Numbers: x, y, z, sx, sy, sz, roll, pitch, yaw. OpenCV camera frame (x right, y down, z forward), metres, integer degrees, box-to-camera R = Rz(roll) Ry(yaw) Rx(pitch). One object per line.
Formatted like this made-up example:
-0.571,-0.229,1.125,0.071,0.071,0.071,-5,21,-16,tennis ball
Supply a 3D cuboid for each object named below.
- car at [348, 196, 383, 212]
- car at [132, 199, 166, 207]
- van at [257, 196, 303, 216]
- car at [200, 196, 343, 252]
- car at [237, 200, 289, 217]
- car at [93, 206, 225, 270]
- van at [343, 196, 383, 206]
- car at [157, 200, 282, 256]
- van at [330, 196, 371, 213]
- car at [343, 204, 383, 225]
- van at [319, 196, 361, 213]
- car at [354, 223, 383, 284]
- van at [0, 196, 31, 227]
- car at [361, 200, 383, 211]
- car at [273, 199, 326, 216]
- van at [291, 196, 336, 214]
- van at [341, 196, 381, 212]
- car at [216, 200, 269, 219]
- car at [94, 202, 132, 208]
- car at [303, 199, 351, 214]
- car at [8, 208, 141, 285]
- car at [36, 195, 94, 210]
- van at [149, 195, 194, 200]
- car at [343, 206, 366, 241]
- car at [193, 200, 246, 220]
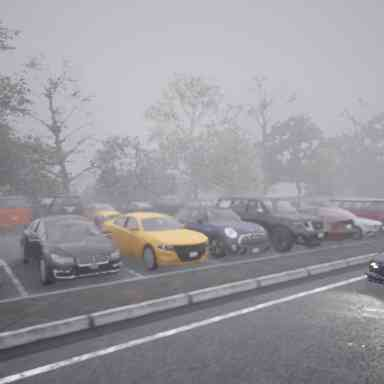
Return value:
24.924,1.648,46.049,2.435,2.045,5.566,2,-1,-35,car
-4.301,1.491,25.249,2.231,1.521,4.892,1,0,-35,car
9.165,1.385,34.997,1.878,1.987,4.442,1,0,-35,van
3.133,1.238,14.459,2.435,2.045,5.566,1,0,-35,car
6.979,1.592,33.288,2.231,1.521,4.892,1,0,-35,car
-1.407,1.459,11.266,2.097,1.535,5.008,0,0,-35,car
9.831,1.324,19.410,1.878,1.987,4.442,1,0,-35,van
0.840,1.346,12.898,2.185,1.767,4.553,1,0,-35,car
20.430,1.547,43.024,1.878,1.987,4.442,2,-1,-35,van
7.635,1.570,17.705,2.002,1.452,4.674,0,0,-35,car
18.202,1.479,41.150,1.878,1.987,4.442,1,-1,-35,van
6.554,1.555,8.361,5.357,1.411,2.033,0,0,-36,car
-11.236,1.228,20.460,1.878,1.987,4.442,0,0,-35,van
27.263,1.967,47.743,2.097,1.535,5.008,2,-1,-35,car
11.595,1.628,36.359,1.946,1.575,5.366,1,0,-36,car
13.811,1.425,38.021,1.878,1.987,4.442,1,0,-35,van
22.583,1.609,44.559,1.878,1.987,4.442,2,-1,-35,van
4.722,1.570,31.681,2.097,1.535,5.008,1,0,-35,car
-6.451,1.469,23.498,1.946,1.575,5.366,0,0,-35,car
15.995,1.671,39.727,2.097,1.535,5.008,1,0,-35,car
-3.664,1.456,9.656,2.231,1.521,4.892,0,0,-35,car
-8.828,1.207,22.065,2.435,2.045,5.566,0,0,-35,car
-2.115,1.284,26.958,1.878,1.987,4.442,1,0,-35,van
5.359,1.539,16.116,2.163,1.488,4.792,1,0,-35,car
2.364,1.549,30.001,2.097,1.535,5.008,1,0,-35,car
